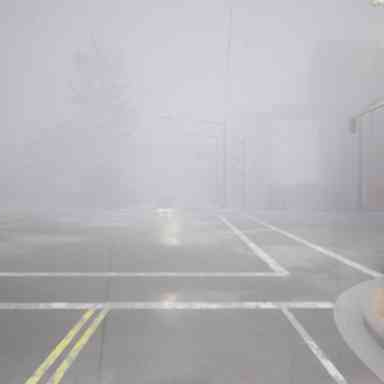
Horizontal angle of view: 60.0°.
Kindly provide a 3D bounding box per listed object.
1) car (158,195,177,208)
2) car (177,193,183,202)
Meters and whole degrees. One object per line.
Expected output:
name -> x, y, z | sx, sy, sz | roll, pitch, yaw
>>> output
car -> -3.499, 1.359, 44.854 | 2.128, 1.511, 4.902 | 0, 0, 0
car -> -3.497, 1.226, 69.238 | 2.033, 1.411, 5.357 | 0, 0, 0
